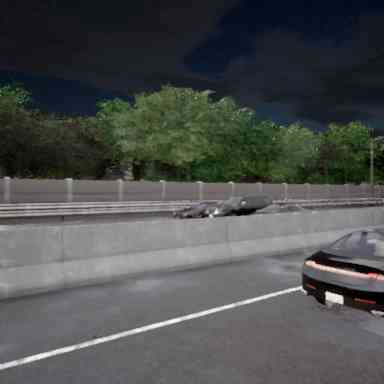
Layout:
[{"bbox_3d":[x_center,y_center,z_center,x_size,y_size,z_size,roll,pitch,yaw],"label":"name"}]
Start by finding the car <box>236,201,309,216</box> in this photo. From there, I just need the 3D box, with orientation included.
[{"bbox_3d":[5.288,1.502,20.499,4.892,1.490,1.837,0,0,-35],"label":"car"}]

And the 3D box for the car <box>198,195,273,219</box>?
[{"bbox_3d":[3.511,1.217,23.530,5.566,2.045,2.150,0,0,-35],"label":"car"}]

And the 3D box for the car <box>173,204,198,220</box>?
[{"bbox_3d":[1.155,1.541,26.160,5.357,1.411,2.033,0,0,-35],"label":"car"}]

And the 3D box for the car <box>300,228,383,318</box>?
[{"bbox_3d":[4.277,1.492,6.752,4.902,1.511,2.128,0,0,-35],"label":"car"}]
